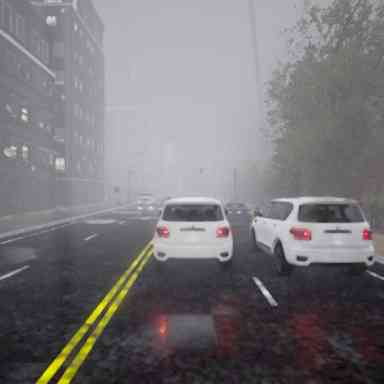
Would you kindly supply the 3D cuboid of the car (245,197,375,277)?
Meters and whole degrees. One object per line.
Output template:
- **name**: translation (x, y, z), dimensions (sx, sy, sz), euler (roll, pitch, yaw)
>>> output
- **car**: translation (3.293, 1.171, 10.294), dimensions (2.150, 2.045, 5.566), euler (0, -1, -1)

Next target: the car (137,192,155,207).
- **car**: translation (-6.576, 1.026, 48.808), dimensions (2.150, 2.045, 5.566), euler (0, 0, 0)

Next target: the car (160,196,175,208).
- **car**: translation (-3.339, 1.337, 46.320), dimensions (1.812, 1.442, 4.674), euler (0, 0, 0)

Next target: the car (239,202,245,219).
- **car**: translation (3.287, 1.439, 25.444), dimensions (2.033, 1.411, 5.357), euler (0, 0, 0)

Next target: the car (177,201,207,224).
- **car**: translation (0.038, 1.439, 25.428), dimensions (2.033, 1.411, 5.357), euler (0, 0, 0)

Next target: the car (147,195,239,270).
- **car**: translation (0.046, 1.174, 10.995), dimensions (2.150, 2.045, 5.566), euler (0, 0, 0)
